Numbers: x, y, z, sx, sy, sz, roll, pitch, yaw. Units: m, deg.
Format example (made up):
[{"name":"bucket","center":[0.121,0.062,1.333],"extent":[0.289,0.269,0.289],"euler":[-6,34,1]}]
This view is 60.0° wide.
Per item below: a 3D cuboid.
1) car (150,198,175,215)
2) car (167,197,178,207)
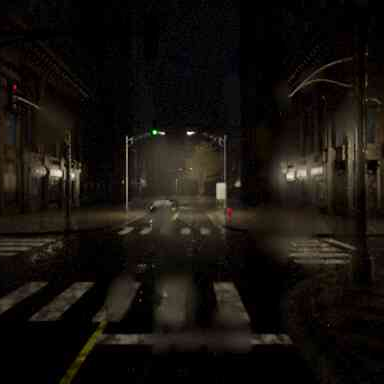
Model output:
[{"name":"car","center":[-3.085,1.576,33.523],"extent":[1.895,1.301,4.718],"euler":[0,0,0]},{"name":"car","center":[-3.054,1.470,49.715],"extent":[2.128,1.511,4.902],"euler":[0,0,0]}]
